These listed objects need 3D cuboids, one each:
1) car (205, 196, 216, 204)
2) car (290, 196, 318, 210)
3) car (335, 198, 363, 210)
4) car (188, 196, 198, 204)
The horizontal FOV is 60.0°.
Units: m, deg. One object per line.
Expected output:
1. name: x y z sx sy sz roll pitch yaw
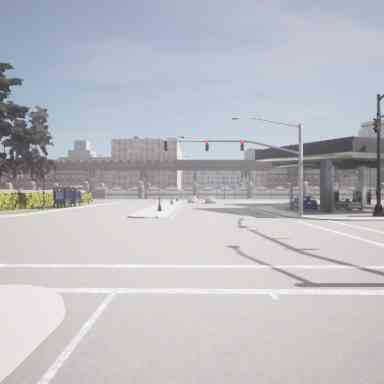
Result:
1. car: 3.554 1.525 64.319 1.812 1.442 4.674 0 0 0
2. car: 13.244 1.295 39.635 2.242 1.667 4.611 0 0 0
3. car: 18.989 1.456 40.393 1.970 1.475 3.806 0 0 0
4. car: 0.160 1.525 66.102 1.812 1.442 4.674 0 0 0
